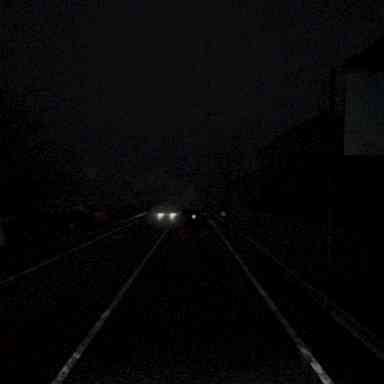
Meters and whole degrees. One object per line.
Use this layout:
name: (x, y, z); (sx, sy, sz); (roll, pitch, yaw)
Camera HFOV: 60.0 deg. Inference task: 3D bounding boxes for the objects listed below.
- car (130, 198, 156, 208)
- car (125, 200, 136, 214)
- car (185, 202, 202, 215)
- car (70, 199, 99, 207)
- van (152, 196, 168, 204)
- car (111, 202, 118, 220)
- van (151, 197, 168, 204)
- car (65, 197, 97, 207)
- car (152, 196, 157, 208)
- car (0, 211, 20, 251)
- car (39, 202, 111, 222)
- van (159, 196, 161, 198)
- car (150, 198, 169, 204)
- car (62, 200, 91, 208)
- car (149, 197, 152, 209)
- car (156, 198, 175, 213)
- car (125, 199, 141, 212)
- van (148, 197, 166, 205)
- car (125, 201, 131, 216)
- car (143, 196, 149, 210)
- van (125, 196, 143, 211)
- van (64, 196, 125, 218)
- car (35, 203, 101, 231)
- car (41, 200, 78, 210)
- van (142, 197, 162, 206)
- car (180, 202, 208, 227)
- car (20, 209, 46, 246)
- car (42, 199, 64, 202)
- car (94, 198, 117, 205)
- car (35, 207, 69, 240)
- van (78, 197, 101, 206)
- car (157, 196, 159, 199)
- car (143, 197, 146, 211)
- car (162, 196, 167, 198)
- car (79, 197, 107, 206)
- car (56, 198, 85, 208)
car: (-8.889, 2.052, 60.842); (4.553, 1.767, 2.185); (0, -1, 0)
car: (-8.823, 1.888, 35.612); (4.792, 1.488, 2.163); (0, -1, 0)
car: (0.149, 2.014, 42.200); (2.033, 1.411, 5.357); (0, -1, 0)
car: (-22.125, 2.275, 68.711); (5.366, 1.575, 1.946); (0, -1, 0)
van: (-8.982, 2.277, 94.489); (4.442, 1.987, 1.878); (0, 0, 0)
car: (-8.880, 1.781, 27.203); (4.792, 1.488, 2.163); (0, -1, 0)
van: (-8.747, 2.249, 88.878); (4.442, 1.987, 1.878); (0, 0, 0)
car: (-21.967, 1.992, 65.938); (5.566, 2.045, 2.435); (0, -1, 0)
car: (-8.828, 1.820, 52.434); (5.566, 2.045, 2.435); (0, -1, 0)
car: (-8.876, 1.314, 10.391); (5.566, 2.045, 2.435); (0, -1, 0)
car: (-9.036, 1.713, 24.400); (5.366, 1.575, 1.946); (0, -1, 0)
van: (-8.976, 2.023, 66.449); (4.442, 1.987, 1.878); (0, -1, 0)
car: (-8.859, 2.490, 91.684); (5.008, 1.535, 2.097); (0, 0, 0)
car: (-21.909, 2.238, 63.160); (4.792, 1.488, 2.163); (0, -1, 0)
car: (-8.824, 1.910, 49.630); (4.553, 1.767, 2.185); (0, -1, 0)
car: (-3.281, 1.974, 44.552); (1.882, 1.535, 5.008); (0, -1, 0)
car: (-8.848, 1.894, 38.416); (5.008, 1.535, 2.097); (0, -1, 0)
van: (-8.980, 2.231, 86.077); (4.442, 1.987, 1.878); (0, 0, 0)
car: (-8.823, 1.852, 32.809); (4.792, 1.488, 2.163); (0, -1, 0)
car: (-8.824, 1.875, 46.826); (4.553, 1.767, 2.185); (0, -1, 0)
van: (-8.737, 1.703, 41.222); (4.442, 1.987, 1.878); (0, -1, 0)
van: (-8.735, 1.561, 30.009); (4.442, 1.987, 1.878); (0, -1, 0)
car: (-8.844, 1.682, 21.601); (5.008, 1.535, 2.097); (0, -1, 0)
car: (-21.751, 2.099, 54.833); (5.366, 1.575, 1.946); (0, -1, 0)
van: (-8.978, 2.129, 74.857); (4.442, 1.987, 1.878); (0, -1, 0)
car: (0.128, 1.761, 25.236); (2.163, 1.488, 4.792); (0, -1, 0)
car: (-8.843, 1.593, 13.195); (4.892, 1.521, 2.231); (0, -1, 0)
car: (-21.942, 2.068, 52.057); (4.892, 1.521, 2.231); (0, -1, 0)
car: (-22.127, 2.450, 85.368); (5.366, 1.575, 1.946); (0, 0, 0)
car: (-8.819, 1.650, 15.993); (4.792, 1.488, 2.163); (0, -1, 0)
van: (-22.057, 2.088, 71.488); (4.442, 1.987, 1.878); (0, -1, 0)
car: (-8.828, 1.856, 55.237); (5.566, 2.045, 2.435); (0, -1, 0)
car: (-8.886, 1.839, 44.023); (4.553, 1.767, 2.185); (0, -1, 0)
car: (-8.832, 2.069, 72.056); (5.566, 2.045, 2.435); (0, -1, 0)
car: (-21.969, 2.097, 74.265); (5.566, 2.045, 2.435); (0, -1, 0)
car: (-21.968, 2.047, 60.385); (4.553, 1.767, 2.185); (0, -1, 0)
